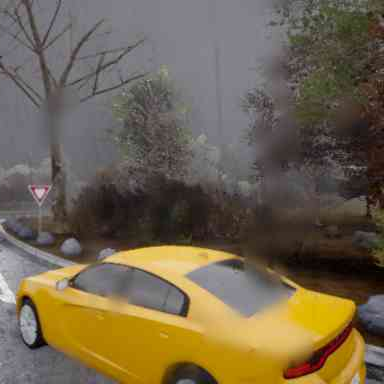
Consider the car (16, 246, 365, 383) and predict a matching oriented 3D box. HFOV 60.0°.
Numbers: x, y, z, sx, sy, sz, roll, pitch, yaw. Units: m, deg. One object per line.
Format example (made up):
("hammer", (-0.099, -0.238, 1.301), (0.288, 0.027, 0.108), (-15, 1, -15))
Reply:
("car", (-0.513, 1.478, 4.459), (5.008, 1.535, 1.882), (0, 0, 39))
